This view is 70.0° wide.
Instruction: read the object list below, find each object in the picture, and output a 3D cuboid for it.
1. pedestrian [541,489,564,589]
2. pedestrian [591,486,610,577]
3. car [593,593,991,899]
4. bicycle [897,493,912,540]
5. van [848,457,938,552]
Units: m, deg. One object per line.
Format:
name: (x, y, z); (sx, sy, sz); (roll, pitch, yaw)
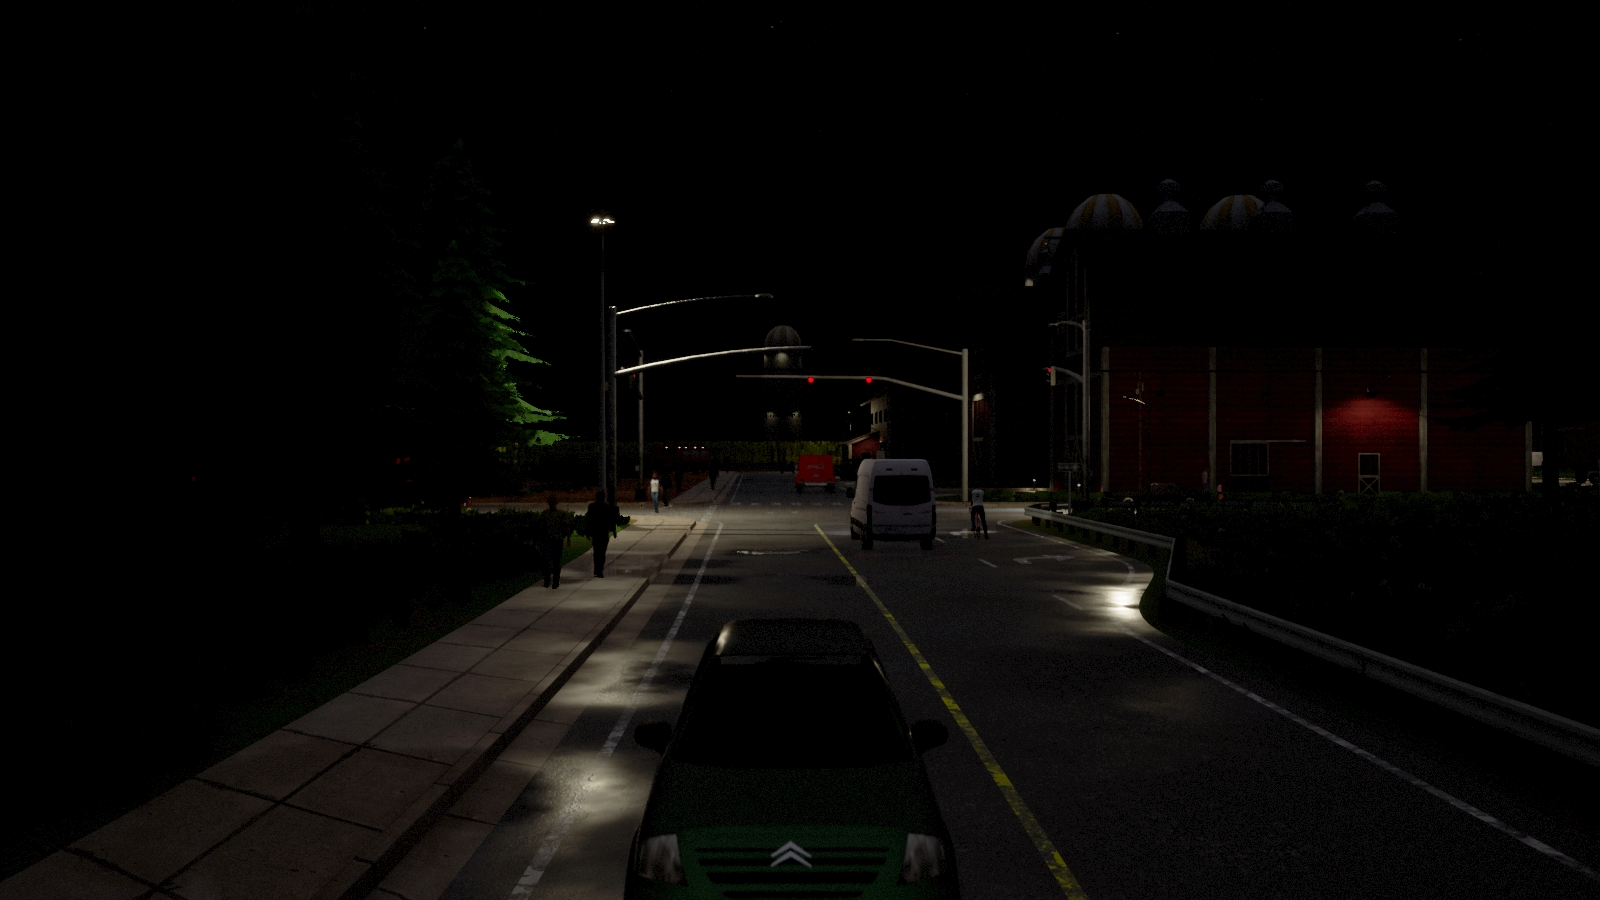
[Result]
pedestrian: (-4.671, 1.670, 21.580); (0.375, 1.860, 0.375); (0, 0, -2)
pedestrian: (-4.118, 1.669, 23.553); (0.375, 1.860, 0.375); (0, 0, -12)
car: (-0.056, 1.973, 7.306); (1.851, 1.617, 3.988); (0, 0, -1)
bicycle: (3.290, 2.079, 36.037); (0.373, 1.396, 1.643); (0, 0, 3)
van: (2.659, 1.508, 34.092); (1.988, 2.561, 5.915); (0, 0, -2)
